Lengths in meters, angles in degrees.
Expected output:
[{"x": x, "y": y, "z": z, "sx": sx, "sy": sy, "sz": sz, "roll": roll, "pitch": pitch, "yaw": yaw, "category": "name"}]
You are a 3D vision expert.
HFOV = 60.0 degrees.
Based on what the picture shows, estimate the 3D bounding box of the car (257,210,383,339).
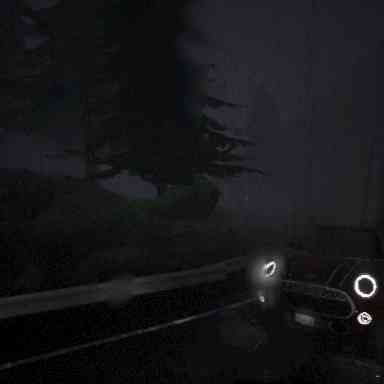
[{"x": 3.184, "y": 1.434, "z": 6.959, "sx": 2.097, "sy": 1.767, "sz": 4.553, "roll": 0, "pitch": -1, "yaw": 39, "category": "car"}]

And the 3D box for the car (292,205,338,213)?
[{"x": 9.574, "y": 1.790, "z": 25.678, "sx": 1.837, "sy": 1.490, "sz": 4.892, "roll": 1, "pitch": 0, "yaw": -20, "category": "car"}]
